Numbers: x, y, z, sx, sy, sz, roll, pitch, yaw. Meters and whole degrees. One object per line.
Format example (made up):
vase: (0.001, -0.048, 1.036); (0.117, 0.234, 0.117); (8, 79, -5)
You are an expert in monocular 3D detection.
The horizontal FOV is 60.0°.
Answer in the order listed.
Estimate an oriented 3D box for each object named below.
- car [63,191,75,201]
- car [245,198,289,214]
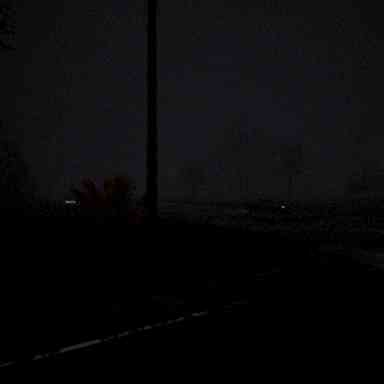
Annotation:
car: (-21.694, 0.680, 59.999); (2.097, 1.767, 4.553); (-1, 1, -35)
car: (7.033, 1.291, 31.489); (1.994, 1.385, 4.181); (-1, 1, -35)
